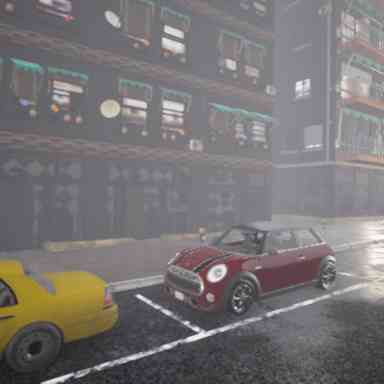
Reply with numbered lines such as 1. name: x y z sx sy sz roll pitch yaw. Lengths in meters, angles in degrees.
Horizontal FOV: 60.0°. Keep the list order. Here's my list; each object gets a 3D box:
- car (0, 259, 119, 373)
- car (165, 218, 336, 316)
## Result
1. car: -3.378 1.525 4.092 4.829 1.417 1.752 0 1 -35
2. car: 1.391 1.447 7.491 4.097 1.590 1.967 0 1 -35
